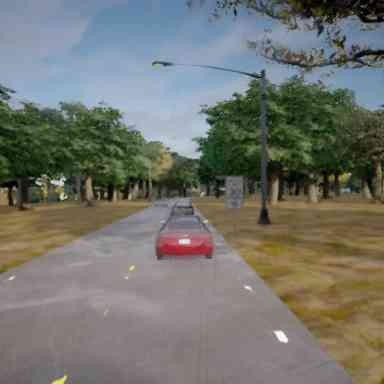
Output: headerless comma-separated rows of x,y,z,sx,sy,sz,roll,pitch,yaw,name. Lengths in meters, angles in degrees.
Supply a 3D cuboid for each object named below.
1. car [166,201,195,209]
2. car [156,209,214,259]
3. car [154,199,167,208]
-0.758,1.502,27.848,2.128,1.511,4.902,0,0,-1,car
-0.286,1.558,12.665,1.994,1.385,4.181,0,0,-1,car
-4.588,1.639,49.475,1.895,1.301,4.718,0,0,-2,car
